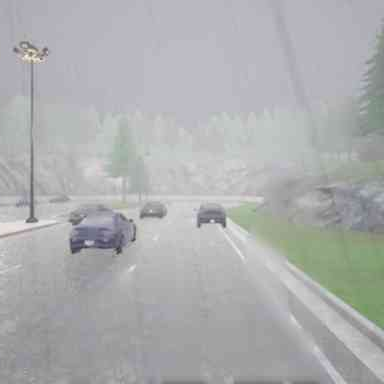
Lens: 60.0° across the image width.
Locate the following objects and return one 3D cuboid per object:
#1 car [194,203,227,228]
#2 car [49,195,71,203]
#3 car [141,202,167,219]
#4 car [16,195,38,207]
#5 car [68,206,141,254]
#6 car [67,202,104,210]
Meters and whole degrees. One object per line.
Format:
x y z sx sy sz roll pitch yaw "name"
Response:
1.226 1.492 22.236 1.837 1.490 4.892 0 0 0 "car"
-26.078 1.454 65.792 1.837 1.490 4.892 0 0 17 "car"
-3.311 1.545 29.316 1.994 1.385 4.181 0 0 1 "car"
-24.816 1.320 50.126 2.097 1.767 4.553 0 0 -13 "car"
-3.414 1.517 13.345 1.812 1.442 4.674 0 0 0 "car"
-6.896 1.532 23.261 2.033 1.411 5.357 0 0 0 "car"
